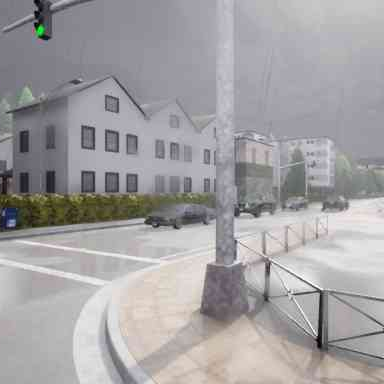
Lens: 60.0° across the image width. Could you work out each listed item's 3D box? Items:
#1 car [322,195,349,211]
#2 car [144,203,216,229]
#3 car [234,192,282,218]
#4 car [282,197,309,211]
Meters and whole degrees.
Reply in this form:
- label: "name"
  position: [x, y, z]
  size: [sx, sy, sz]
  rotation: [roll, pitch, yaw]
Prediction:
- label: "car"
  position: [16.208, 1.165, 37.352]
  size: [2.097, 1.767, 4.553]
  rotation: [0, 0, 35]
- label: "car"
  position: [-0.490, 1.360, 20.195]
  size: [2.033, 1.411, 5.357]
  rotation: [0, 0, 35]
- label: "car"
  position: [5.476, 1.034, 28.607]
  size: [2.150, 2.045, 5.566]
  rotation: [0, 0, 35]
- label: "car"
  position: [11.545, 1.304, 37.088]
  size: [2.128, 1.511, 4.902]
  rotation: [0, 0, 36]
